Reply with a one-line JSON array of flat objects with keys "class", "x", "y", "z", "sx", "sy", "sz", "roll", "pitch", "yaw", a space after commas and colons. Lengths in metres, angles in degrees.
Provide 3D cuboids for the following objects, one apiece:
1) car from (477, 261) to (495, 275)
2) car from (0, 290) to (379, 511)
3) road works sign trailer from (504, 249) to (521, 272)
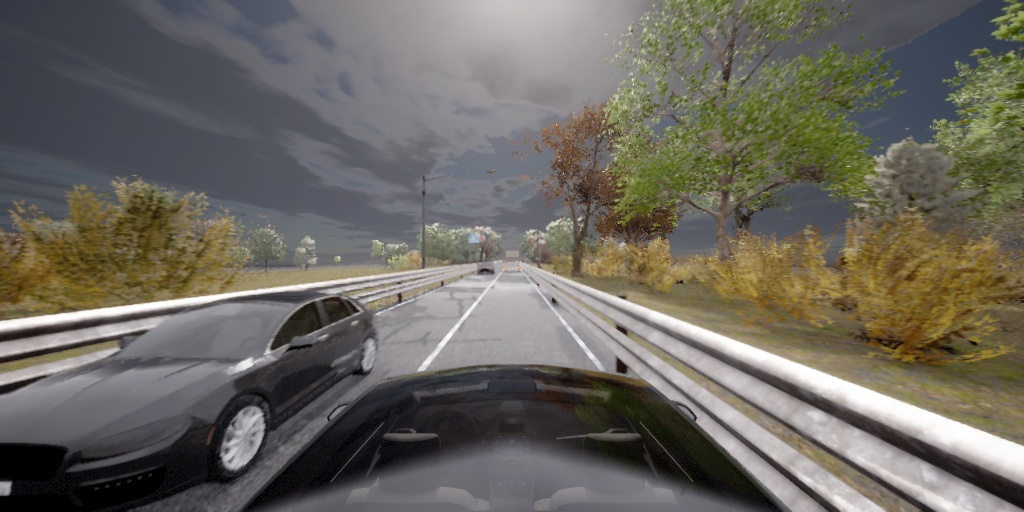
[{"class": "car", "x": -3.293, "y": 1.479, "z": 46.208, "sx": 2.097, "sy": 1.767, "sz": 4.553, "roll": 0, "pitch": 0, "yaw": 0}, {"class": "car", "x": -3.348, "y": 1.280, "z": 4.759, "sx": 1.837, "sy": 1.490, "sz": 4.892, "roll": 0, "pitch": 0, "yaw": 0}, {"class": "road works sign trailer", "x": 0.055, "y": 0.673, "z": 55.884, "sx": 2.380, "sy": 3.560, "sz": 2.880, "roll": 0, "pitch": 0, "yaw": 0}]
